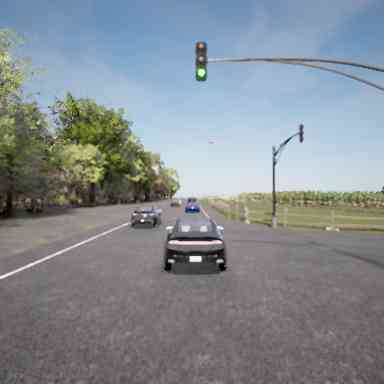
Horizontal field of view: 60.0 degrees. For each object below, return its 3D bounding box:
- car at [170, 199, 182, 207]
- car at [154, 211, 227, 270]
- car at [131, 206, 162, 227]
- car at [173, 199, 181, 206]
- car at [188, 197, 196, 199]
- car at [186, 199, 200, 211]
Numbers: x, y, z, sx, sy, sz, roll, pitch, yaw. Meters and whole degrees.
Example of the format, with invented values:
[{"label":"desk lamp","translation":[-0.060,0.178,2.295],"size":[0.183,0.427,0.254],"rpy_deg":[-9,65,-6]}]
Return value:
[{"label":"car","translation":[-3.523,2.355,69.226],"size":[2.033,1.411,5.357],"rpy_deg":[0,-1,0]},{"label":"car","translation":[0.096,1.632,11.477],"size":[2.128,1.511,4.902],"rpy_deg":[0,-1,0]},{"label":"car","translation":[-3.410,1.796,25.367],"size":[2.128,1.511,4.902],"rpy_deg":[0,-1,0]},{"label":"car","translation":[-3.531,2.411,79.528],"size":[1.882,1.535,5.008],"rpy_deg":[0,-1,0]},{"label":"car","translation":[-0.030,2.138,77.650],"size":[2.150,2.045,5.566],"rpy_deg":[0,-1,0]},{"label":"car","translation":[0.081,2.130,47.902],"size":[1.994,1.385,4.181],"rpy_deg":[0,-1,0]}]
